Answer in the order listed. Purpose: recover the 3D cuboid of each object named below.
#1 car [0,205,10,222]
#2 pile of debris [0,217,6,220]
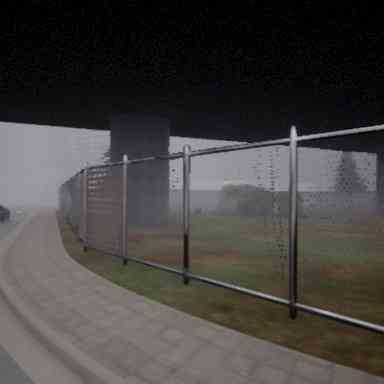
[{"bbox_3d":[-16.778,1.761,28.314,1.994,1.385,4.181,1,-1,-23],"label":"car"},{"bbox_3d":[-17.362,2.384,29.380,1.500,0.140,1.860,1,-1,-23],"label":"pile of debris"}]
